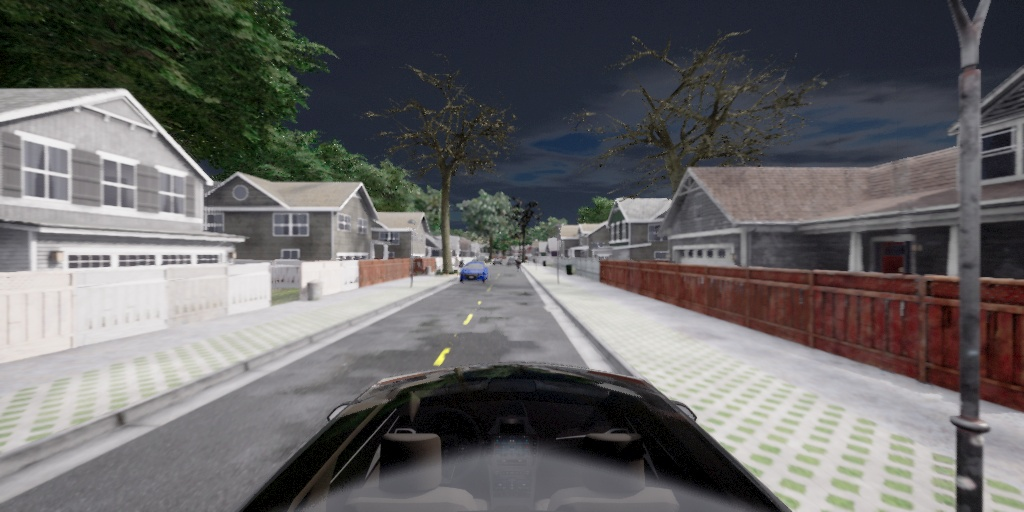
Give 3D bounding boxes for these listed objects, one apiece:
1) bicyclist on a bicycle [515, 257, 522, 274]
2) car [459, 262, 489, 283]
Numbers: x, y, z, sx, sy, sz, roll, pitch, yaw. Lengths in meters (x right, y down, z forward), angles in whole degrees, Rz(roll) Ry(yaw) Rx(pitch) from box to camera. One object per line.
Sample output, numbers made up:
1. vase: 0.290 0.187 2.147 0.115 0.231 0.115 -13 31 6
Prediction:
1. bicyclist on a bicycle: 0.751 1.082 38.255 0.659 1.776 1.843 0 0 0
2. car: -2.849 1.204 27.625 1.882 1.535 5.008 0 0 0
